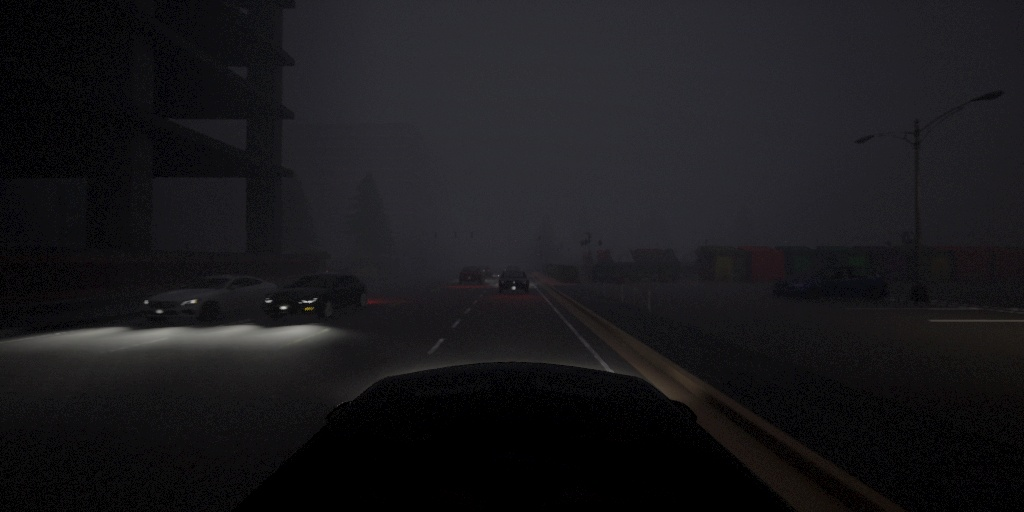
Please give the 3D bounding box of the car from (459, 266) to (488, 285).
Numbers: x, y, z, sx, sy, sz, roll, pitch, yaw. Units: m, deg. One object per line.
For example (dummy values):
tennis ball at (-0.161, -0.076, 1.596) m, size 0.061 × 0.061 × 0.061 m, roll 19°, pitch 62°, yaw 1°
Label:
car at (-3.390, 1.608, 30.969) m, size 1.882 × 1.535 × 5.008 m, roll 0°, pitch -1°, yaw 0°

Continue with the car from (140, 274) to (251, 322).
car at (-10.588, 1.421, 13.108) m, size 1.812 × 1.442 × 4.674 m, roll 0°, pitch -1°, yaw 0°

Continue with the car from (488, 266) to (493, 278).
car at (-3.380, 1.852, 43.016) m, size 1.994 × 1.385 × 4.181 m, roll 0°, pitch -1°, yaw 0°

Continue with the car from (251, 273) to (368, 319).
car at (-7.086, 1.409, 13.562) m, size 1.837 × 1.490 × 4.892 m, roll 0°, pitch -1°, yaw 0°

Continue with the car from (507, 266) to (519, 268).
car at (0.119, 1.813, 41.325) m, size 2.033 × 1.411 × 5.357 m, roll 0°, pitch -1°, yaw 0°

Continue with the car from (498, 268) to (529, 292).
car at (0.111, 1.635, 23.527) m, size 1.895 × 1.301 × 4.718 m, roll 0°, pitch -1°, yaw 0°
